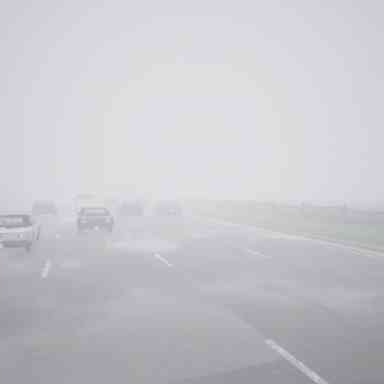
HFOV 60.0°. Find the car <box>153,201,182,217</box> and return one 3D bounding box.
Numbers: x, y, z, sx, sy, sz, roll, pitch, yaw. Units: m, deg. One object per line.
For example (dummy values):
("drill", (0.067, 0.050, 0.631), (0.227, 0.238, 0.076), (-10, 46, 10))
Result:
("car", (-2.336, 1.521, 30.766), (1.994, 1.385, 4.181), (0, 0, -19))

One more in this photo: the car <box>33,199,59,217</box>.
("car", (-13.390, 1.415, 30.524), (1.882, 1.535, 5.008), (0, 0, -20))

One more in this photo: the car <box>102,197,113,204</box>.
("car", (-10.655, 1.426, 43.730), (1.837, 1.490, 4.892), (0, -1, -20))

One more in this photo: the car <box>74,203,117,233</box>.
("car", (-5.813, 1.566, 19.654), (1.895, 1.301, 4.718), (0, 0, -20))

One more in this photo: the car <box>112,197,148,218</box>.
("car", (-5.588, 1.430, 29.471), (1.882, 1.535, 5.008), (0, 0, -20))

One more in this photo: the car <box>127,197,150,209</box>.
("car", (-7.196, 1.420, 44.448), (2.128, 1.511, 4.902), (0, 0, -20))

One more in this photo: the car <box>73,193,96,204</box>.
("car", (-11.630, 1.153, 36.023), (2.150, 2.045, 5.566), (0, 0, -20))

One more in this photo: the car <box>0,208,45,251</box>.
("car", (-7.350, 1.571, 13.534), (1.895, 1.301, 4.718), (0, 0, -20))
